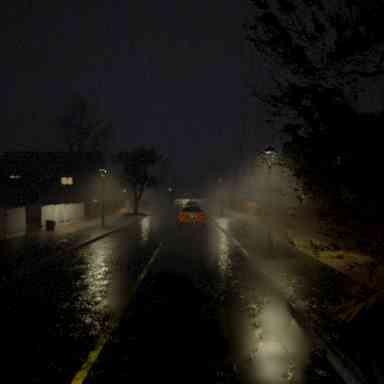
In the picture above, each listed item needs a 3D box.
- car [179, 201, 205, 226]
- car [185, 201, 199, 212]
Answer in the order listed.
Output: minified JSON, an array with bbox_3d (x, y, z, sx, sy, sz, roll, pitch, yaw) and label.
[{"bbox_3d":[0.028,1.652,24.816,1.801,1.575,5.366,0,-1,1],"label":"car"},{"bbox_3d":[0.004,2.019,48.456,2.033,1.411,5.357,0,-1,0],"label":"car"}]
